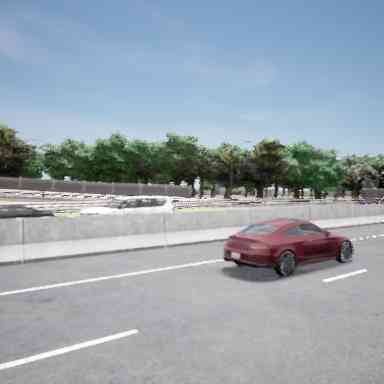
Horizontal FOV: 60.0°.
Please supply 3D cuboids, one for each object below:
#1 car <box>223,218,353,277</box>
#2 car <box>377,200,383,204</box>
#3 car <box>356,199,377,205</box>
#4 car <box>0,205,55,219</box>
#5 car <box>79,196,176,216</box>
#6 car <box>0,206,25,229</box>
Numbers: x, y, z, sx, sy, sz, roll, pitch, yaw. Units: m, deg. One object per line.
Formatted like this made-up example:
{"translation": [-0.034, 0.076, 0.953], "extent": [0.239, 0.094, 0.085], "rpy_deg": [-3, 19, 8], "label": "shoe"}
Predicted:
{"translation": [3.035, 1.534, 10.228], "extent": [4.674, 1.442, 1.812], "rpy_deg": [0, 0, -36], "label": "car"}
{"translation": [27.681, 1.618, 45.117], "extent": [4.902, 1.511, 2.128], "rpy_deg": [0, 0, -35], "label": "car"}
{"translation": [25.636, 1.720, 47.957], "extent": [4.718, 1.301, 1.895], "rpy_deg": [0, 0, -35], "label": "car"}
{"translation": [-10.160, 1.479, 18.240], "extent": [5.008, 1.535, 1.882], "rpy_deg": [0, 0, -35], "label": "car"}
{"translation": [-3.530, 1.229, 18.672], "extent": [5.566, 2.045, 2.150], "rpy_deg": [0, 0, -36], "label": "car"}
{"translation": [-13.068, 1.601, 20.465], "extent": [4.718, 1.301, 1.895], "rpy_deg": [0, 0, -36], "label": "car"}
